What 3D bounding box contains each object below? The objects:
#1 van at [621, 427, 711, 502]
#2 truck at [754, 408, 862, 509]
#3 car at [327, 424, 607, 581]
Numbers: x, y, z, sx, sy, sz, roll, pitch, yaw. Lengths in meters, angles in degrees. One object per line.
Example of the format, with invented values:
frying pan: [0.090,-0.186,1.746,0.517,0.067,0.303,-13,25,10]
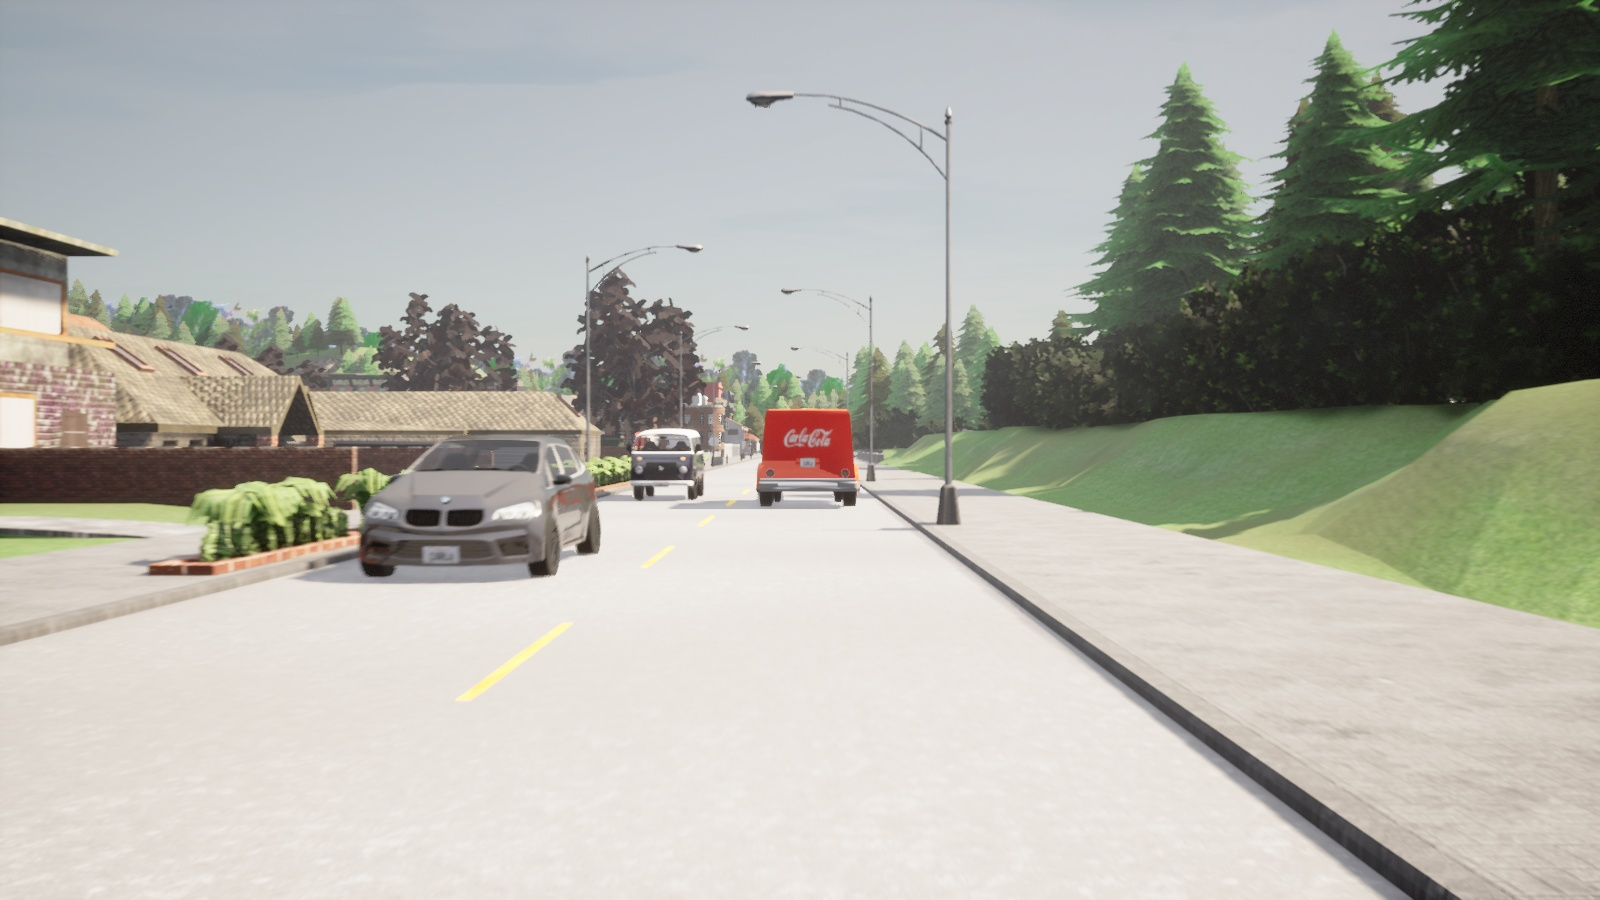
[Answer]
van: [-3.777,0.383,36.096,2.069,2.038,4.480,0,0,0]
truck: [0.206,0.186,33.069,2.627,2.467,5.204,0,0,0]
car: [-3.895,0.552,15.657,2.242,1.667,4.611,0,0,0]
